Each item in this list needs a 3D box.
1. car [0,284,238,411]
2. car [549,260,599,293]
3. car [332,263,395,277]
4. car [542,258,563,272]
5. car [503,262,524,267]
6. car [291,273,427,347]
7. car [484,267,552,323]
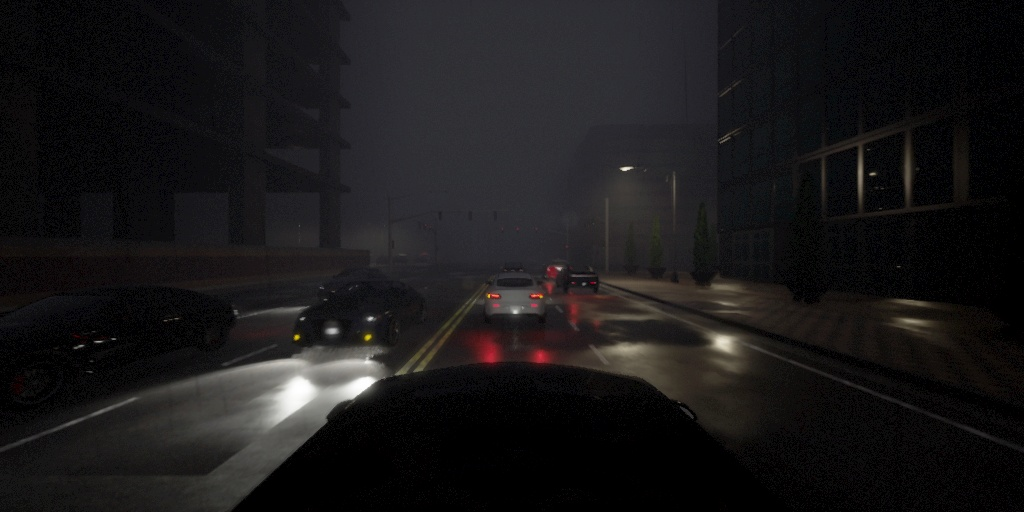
[{"bbox_3d":[-7.092,1.266,6.231,1.812,1.442,4.674,0,0,0],"label":"car"},{"bbox_3d":[3.603,1.199,20.351,2.128,1.511,4.902,0,0,0],"label":"car"},{"bbox_3d":[-7.068,1.242,16.619,1.812,1.442,4.674,0,0,0],"label":"car"},{"bbox_3d":[3.602,1.040,29.157,2.097,1.767,4.553,0,0,0],"label":"car"},{"bbox_3d":[0.103,1.186,25.961,2.128,1.511,4.902,0,0,0],"label":"car"},{"bbox_3d":[-3.543,1.298,9.083,1.994,1.385,4.181,0,0,1],"label":"car"},{"bbox_3d":[0.087,1.253,11.906,1.812,1.442,4.674,0,0,0],"label":"car"}]
